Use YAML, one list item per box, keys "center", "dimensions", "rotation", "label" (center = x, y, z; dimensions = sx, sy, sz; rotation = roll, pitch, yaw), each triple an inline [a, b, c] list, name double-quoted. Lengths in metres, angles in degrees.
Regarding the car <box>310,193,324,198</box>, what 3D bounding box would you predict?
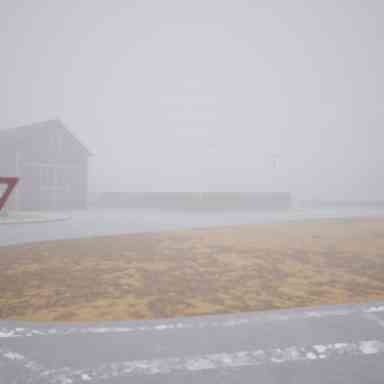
- center: [32.525, 1.576, 85.091]
  dimensions: [2.242, 1.667, 4.611]
  rotation: [0, 0, 35]
  label: "car"
